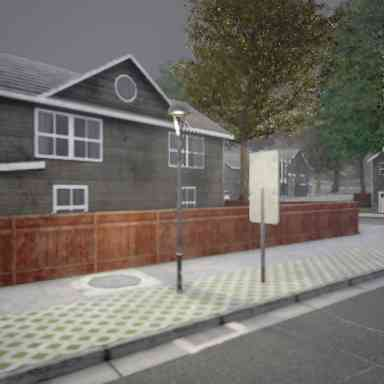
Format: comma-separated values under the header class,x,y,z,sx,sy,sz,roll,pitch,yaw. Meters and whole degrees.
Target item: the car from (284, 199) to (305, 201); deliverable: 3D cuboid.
class,x,y,z,sx,sy,sz,roll,pitch,yaw
car,8.052,1.303,25.006,5.008,1.535,1.882,1,1,43
